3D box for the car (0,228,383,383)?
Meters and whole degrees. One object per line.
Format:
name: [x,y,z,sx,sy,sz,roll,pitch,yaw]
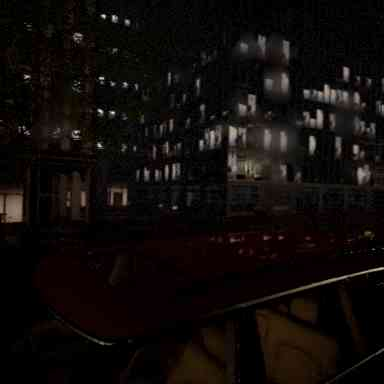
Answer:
car: [-0.270,1.288,2.084,5.009,1.841,2.192,0,2,-34]
